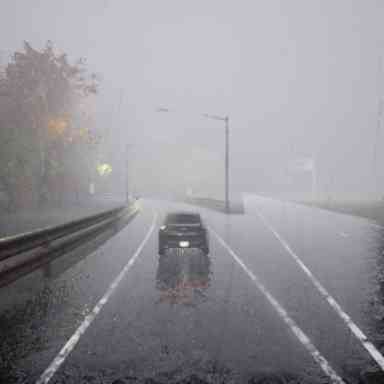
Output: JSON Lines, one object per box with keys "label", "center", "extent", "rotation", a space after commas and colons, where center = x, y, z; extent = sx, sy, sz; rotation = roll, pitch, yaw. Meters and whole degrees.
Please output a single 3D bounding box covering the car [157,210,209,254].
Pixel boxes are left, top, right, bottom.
{"label": "car", "center": [-0.368, 1.506, 13.595], "extent": [1.837, 1.490, 4.892], "rotation": [0, 0, -3]}
